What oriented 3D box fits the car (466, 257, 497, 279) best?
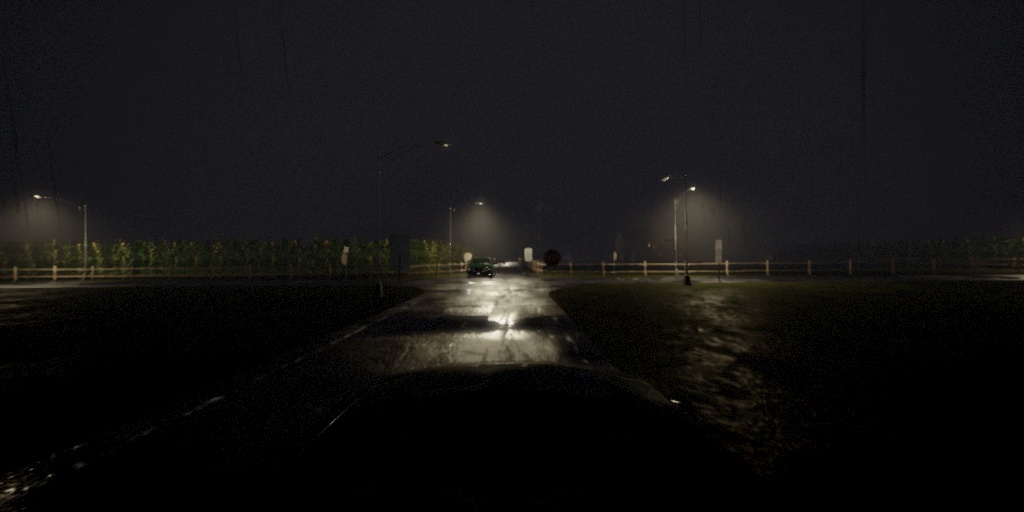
[{"bbox_3d":[-2.756,1.099,32.280,2.150,2.045,5.566,0,0,0],"label":"car"}]
